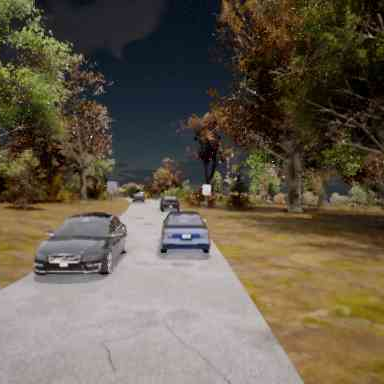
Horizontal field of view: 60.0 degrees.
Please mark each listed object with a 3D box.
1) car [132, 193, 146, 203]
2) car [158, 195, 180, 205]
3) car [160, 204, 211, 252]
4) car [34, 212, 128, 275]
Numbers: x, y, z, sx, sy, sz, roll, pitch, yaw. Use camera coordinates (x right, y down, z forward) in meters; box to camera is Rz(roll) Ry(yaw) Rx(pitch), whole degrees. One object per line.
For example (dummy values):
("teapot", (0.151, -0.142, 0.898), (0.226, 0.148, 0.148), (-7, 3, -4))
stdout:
("car", (-8.006, 0.899, 50.082), (2.033, 1.411, 5.357), (1, 0, -11))
("car", (-2.334, 1.098, 34.004), (1.837, 1.490, 4.892), (1, 1, -8))
("car", (-0.339, 1.484, 13.593), (2.033, 1.411, 5.357), (0, 1, -3))
("car", (-3.147, 1.445, 10.297), (1.837, 1.490, 4.892), (1, 1, -3))
